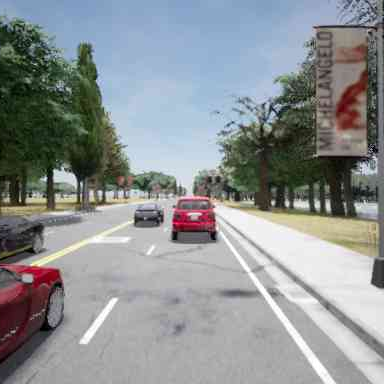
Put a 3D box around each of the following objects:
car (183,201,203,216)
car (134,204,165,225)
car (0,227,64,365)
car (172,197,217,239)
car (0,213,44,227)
[{"bbox_3d":[0.121,1.747,36.490,2.033,1.411,5.357,0,0,0],"label":"car"},{"bbox_3d":[-3.134,1.603,24.918,2.128,1.511,4.902,0,0,0],"label":"car"},{"bbox_3d":[-3.149,1.481,3.824,1.882,1.535,5.008,0,0,0],"label":"car"},{"bbox_3d":[0.110,1.285,17.809,2.150,2.045,5.566,0,0,0],"label":"car"},{"bbox_3d":[-6.595,1.501,10.765,1.882,1.535,5.008,0,0,0],"label":"car"}]
